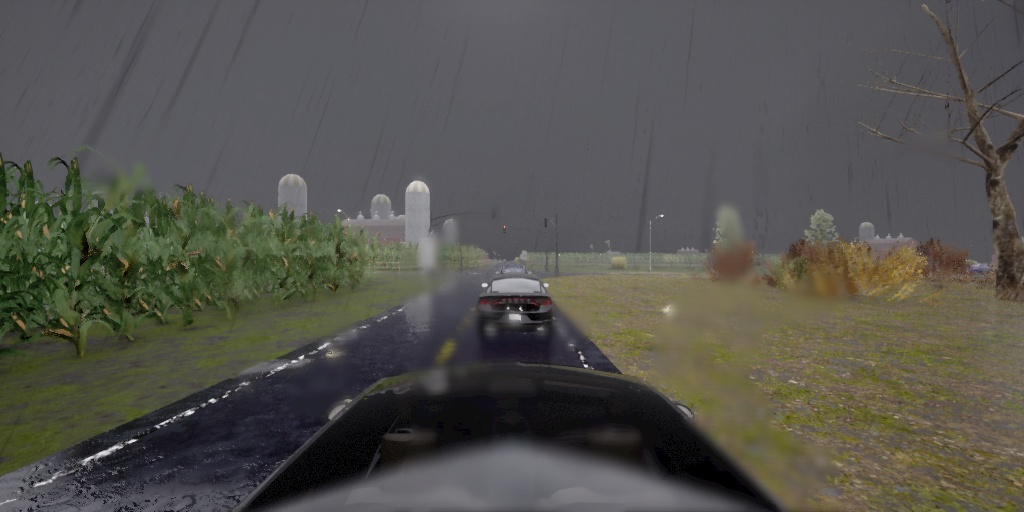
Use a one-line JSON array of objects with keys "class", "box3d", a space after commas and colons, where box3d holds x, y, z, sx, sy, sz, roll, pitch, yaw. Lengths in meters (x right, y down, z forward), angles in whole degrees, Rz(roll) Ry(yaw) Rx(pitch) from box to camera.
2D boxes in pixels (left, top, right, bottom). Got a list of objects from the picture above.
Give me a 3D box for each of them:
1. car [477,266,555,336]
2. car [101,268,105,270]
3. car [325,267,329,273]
[{"class": "car", "box3d": [0.099, 1.233, 10.491, 1.882, 1.535, 5.008, 0, 0, 0]}, {"class": "car", "box3d": [-44.626, 0.917, 37.730, 4.674, 1.442, 1.812, 1, -1, -2]}, {"class": "car", "box3d": [-21.309, 1.049, 38.935, 5.008, 1.535, 1.882, 0, -1, -3]}]
